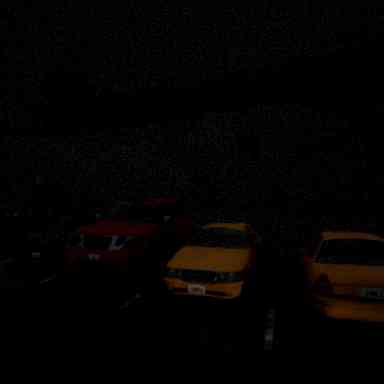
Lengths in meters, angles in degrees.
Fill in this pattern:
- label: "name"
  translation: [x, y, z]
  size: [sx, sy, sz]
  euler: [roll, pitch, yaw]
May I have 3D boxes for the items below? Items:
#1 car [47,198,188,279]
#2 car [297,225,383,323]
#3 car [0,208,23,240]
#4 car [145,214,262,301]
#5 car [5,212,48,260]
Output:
- label: "car"
  translation: [-1.589, 1.241, 10.591]
  size: [2.435, 2.045, 5.566]
  euler: [0, -1, 15]
- label: "car"
  translation: [3.342, 1.486, 7.312]
  size: [1.946, 1.575, 5.366]
  euler: [0, -1, 16]
- label: "car"
  translation: [-8.925, 1.514, 15.840]
  size: [2.097, 1.535, 5.008]
  euler: [0, -1, 16]
- label: "car"
  translation: [0.807, 1.482, 8.693]
  size: [1.946, 1.575, 5.366]
  euler: [0, -1, 16]
- label: "car"
  translation: [-4.037, 1.527, 12.330]
  size: [2.163, 1.488, 4.792]
  euler: [0, -1, 15]
